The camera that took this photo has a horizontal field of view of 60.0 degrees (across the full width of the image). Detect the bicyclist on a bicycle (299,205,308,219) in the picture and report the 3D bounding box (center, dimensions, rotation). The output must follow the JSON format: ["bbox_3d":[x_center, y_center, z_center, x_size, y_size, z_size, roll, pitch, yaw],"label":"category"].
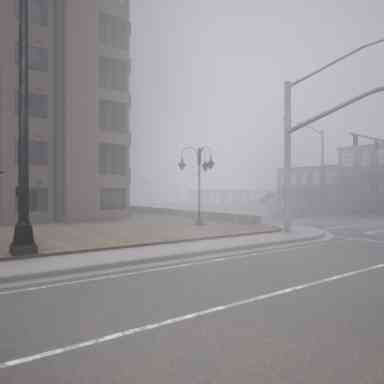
[{"bbox_3d":[13.605,2.449,40.705,1.656,1.620,0.582,0,-8,-35],"label":"bicyclist on a bicycle"}]
